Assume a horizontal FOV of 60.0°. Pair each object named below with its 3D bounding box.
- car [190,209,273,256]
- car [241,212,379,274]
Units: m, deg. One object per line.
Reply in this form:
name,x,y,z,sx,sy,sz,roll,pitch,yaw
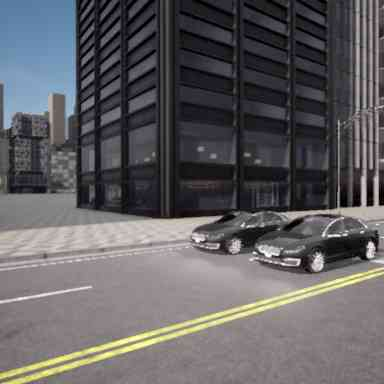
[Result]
car,2.178,1.482,13.222,4.892,1.490,1.837,0,0,-36
car,4.071,1.482,10.581,4.892,1.490,1.837,0,0,-36
